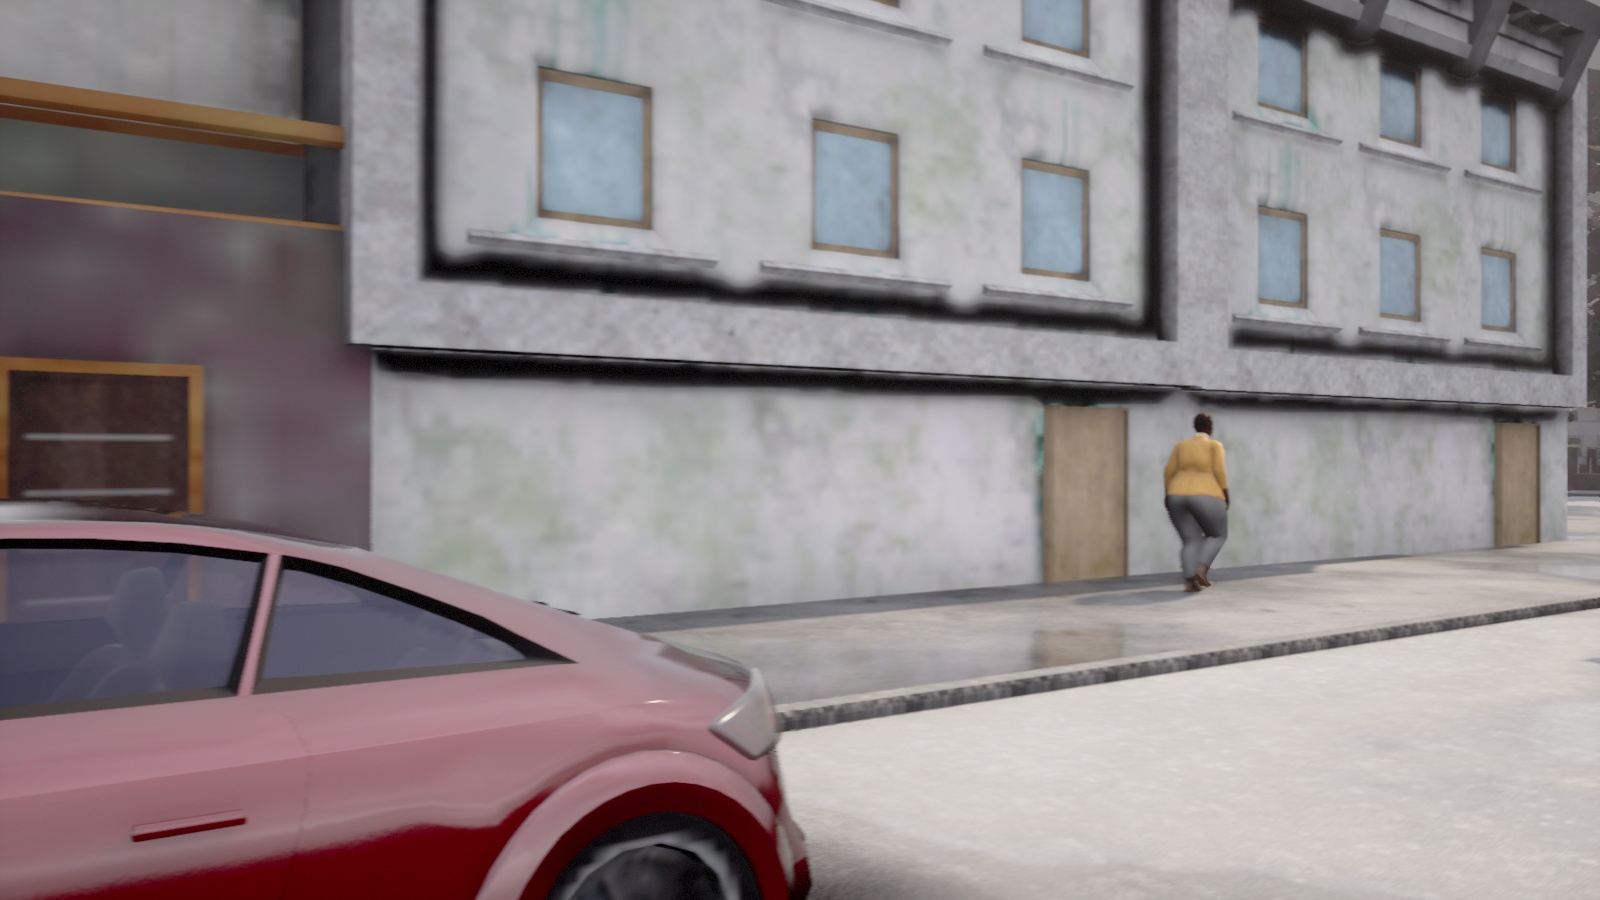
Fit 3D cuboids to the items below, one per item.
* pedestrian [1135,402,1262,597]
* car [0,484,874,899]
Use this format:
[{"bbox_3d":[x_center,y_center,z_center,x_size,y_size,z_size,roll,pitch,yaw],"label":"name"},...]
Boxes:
[{"bbox_3d":[3.988,0.477,12.575,0.900,1.855,0.874,0,0,-43],"label":"pedestrian"},{"bbox_3d":[-2.099,0.820,2.807,4.181,1.385,1.994,0,0,-35],"label":"car"}]
